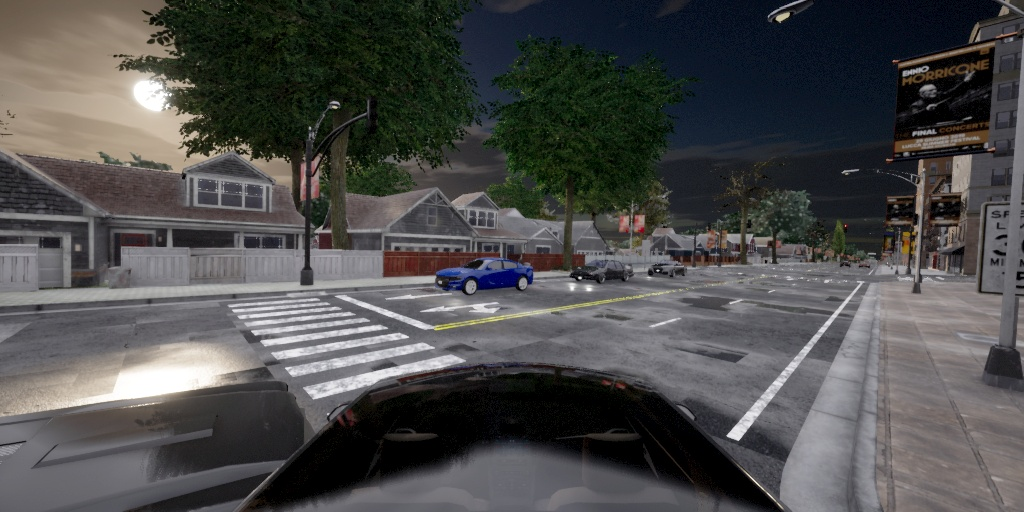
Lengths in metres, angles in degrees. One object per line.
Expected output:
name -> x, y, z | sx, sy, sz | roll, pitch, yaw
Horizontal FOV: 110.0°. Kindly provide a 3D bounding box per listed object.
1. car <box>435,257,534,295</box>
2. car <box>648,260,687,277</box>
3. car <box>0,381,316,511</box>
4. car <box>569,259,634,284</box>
car -> -1.145, 0.821, 16.447 | 5.008, 1.535, 1.882 | 0, 2, -44
car -> 13.191, 1.015, 30.317 | 4.181, 1.385, 1.994 | 0, 2, -44
car -> -3.309, 1.292, 1.257 | 4.718, 1.301, 1.895 | 1, 2, -34
car -> 6.008, 0.943, 23.381 | 5.357, 1.411, 2.033 | 0, 2, -44
